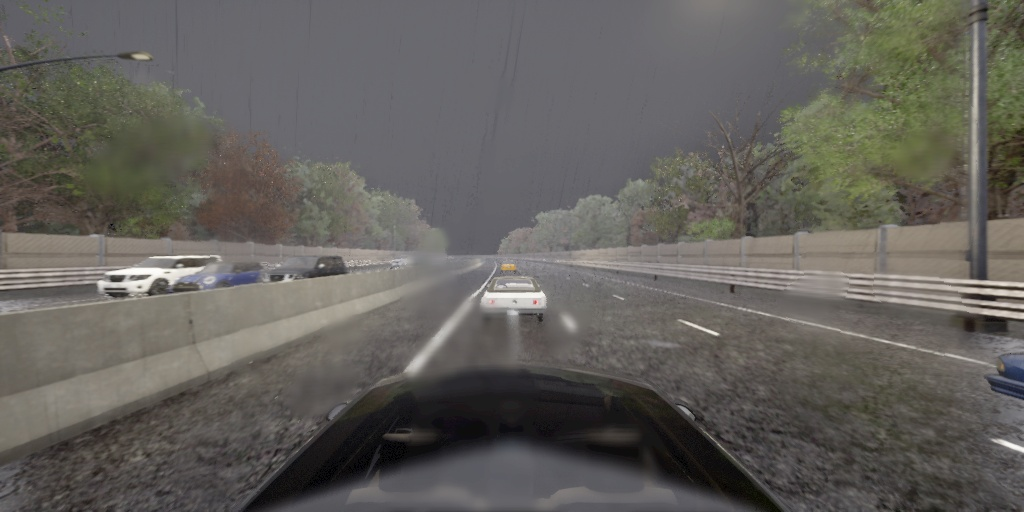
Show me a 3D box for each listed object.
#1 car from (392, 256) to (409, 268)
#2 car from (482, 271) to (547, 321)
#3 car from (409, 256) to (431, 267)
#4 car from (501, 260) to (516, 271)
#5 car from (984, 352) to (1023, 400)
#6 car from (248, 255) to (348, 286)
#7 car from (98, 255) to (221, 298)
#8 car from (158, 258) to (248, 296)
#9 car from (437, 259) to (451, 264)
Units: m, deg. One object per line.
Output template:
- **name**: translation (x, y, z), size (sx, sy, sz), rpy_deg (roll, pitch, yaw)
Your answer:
- **car**: translation (-18.541, 0.987, 60.697), size (2.150, 2.045, 5.566), rpy_deg (0, 0, -1)
- **car**: translation (0.056, 1.355, 12.422), size (1.895, 1.301, 4.718), rpy_deg (0, 0, 0)
- **car**: translation (-15.028, 0.988, 60.144), size (2.150, 2.045, 5.566), rpy_deg (0, 0, -1)
- **car**: translation (-0.447, 1.222, 44.669), size (1.801, 1.575, 5.366), rpy_deg (0, 0, -1)
- **car**: translation (7.098, 1.297, 2.130), size (2.033, 1.411, 5.357), rpy_deg (0, 0, 0)
- **car**: translation (-10.698, 0.978, 18.914), size (2.150, 2.045, 5.566), rpy_deg (0, 0, -1)
- **car**: translation (-17.696, 0.978, 18.711), size (2.150, 2.045, 5.566), rpy_deg (0, 0, -1)
- **car**: translation (-14.190, 1.108, 17.792), size (2.097, 1.767, 4.553), rpy_deg (0, 0, -1)
- **car**: translation (-11.567, 1.271, 61.154), size (1.837, 1.490, 4.892), rpy_deg (0, 0, -1)
